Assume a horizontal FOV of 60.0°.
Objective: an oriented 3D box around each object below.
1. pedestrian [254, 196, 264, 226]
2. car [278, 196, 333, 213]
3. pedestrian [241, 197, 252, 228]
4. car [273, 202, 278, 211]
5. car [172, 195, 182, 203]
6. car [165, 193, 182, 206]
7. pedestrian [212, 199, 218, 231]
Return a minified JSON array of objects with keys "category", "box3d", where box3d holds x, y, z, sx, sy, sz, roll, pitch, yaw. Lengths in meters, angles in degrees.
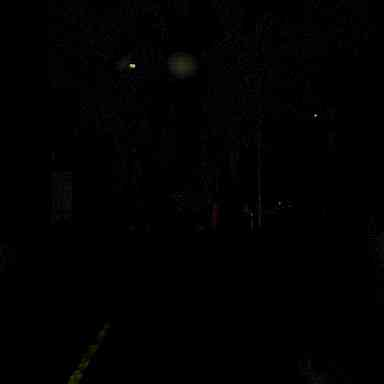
[{"category":"pedestrian","box3d":[3.556,1.135,17.776,0.375,1.860,0.375,1,-1,0]},{"category":"car","box3d":[11.640,1.356,33.508,4.892,1.490,1.837,-1,-1,-1]},{"category":"pedestrian","box3d":[3.073,1.134,18.411,0.375,1.860,0.375,1,-1,0]},{"category":"car","box3d":[11.321,1.277,36.756,4.553,1.767,2.097,-1,-1,-1]},{"category":"car","box3d":[-3.103,1.394,69.550,1.882,1.535,5.008,0,0,-1]},{"category":"car","box3d":[-3.026,1.162,53.249,2.150,2.045,5.566,0,0,0]},{"category":"pedestrian","box3d":[1.328,1.286,18.951,0.375,1.860,0.375,1,-1,0]}]
